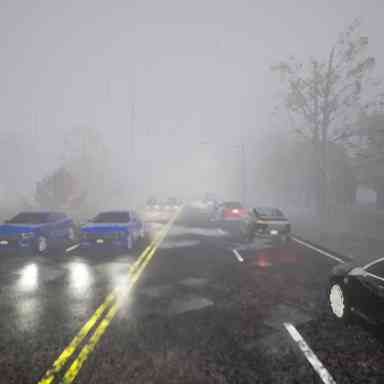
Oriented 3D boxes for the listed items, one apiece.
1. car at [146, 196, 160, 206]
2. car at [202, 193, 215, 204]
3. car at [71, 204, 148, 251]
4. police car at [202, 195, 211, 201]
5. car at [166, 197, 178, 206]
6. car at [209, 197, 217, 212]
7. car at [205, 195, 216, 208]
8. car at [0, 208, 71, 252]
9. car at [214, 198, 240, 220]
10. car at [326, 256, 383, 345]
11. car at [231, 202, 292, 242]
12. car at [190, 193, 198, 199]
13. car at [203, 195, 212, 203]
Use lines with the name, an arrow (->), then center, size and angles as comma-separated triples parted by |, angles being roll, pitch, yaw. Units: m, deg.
car -> -6.499, 1.522, 56.142 | 1.837, 1.490, 4.892 | 0, 0, 1
car -> 3.312, 1.198, 60.596 | 2.150, 2.045, 5.566 | 0, -1, 0
car -> -3.339, 1.502, 14.524 | 1.882, 1.535, 5.008 | 0, 0, 0
police car -> 3.501, 1.441, 82.498 | 2.038, 1.542, 4.974 | 0, 0, 1
car -> -3.290, 1.497, 54.784 | 1.812, 1.442, 4.674 | -3, 1, 1
car -> 3.295, 1.588, 38.599 | 1.895, 1.301, 4.718 | 1, 0, 0
car -> 3.298, 1.590, 49.595 | 1.895, 1.301, 4.718 | 0, 1, 0
car -> -6.589, 1.507, 14.177 | 1.882, 1.535, 5.008 | 0, 0, 0
car -> 3.273, 1.504, 27.603 | 2.163, 1.488, 4.792 | 0, 0, 0
car -> 3.373, 1.469, 4.150 | 1.837, 1.490, 4.892 | 1, 0, 0
car -> 3.390, 1.472, 16.207 | 2.128, 1.511, 4.902 | 1, 0, 0
car -> 0.426, 1.327, 92.332 | 2.033, 1.411, 5.357 | 0, 0, 1
car -> 3.372, 1.485, 71.531 | 1.812, 1.442, 4.674 | 0, 0, 1
